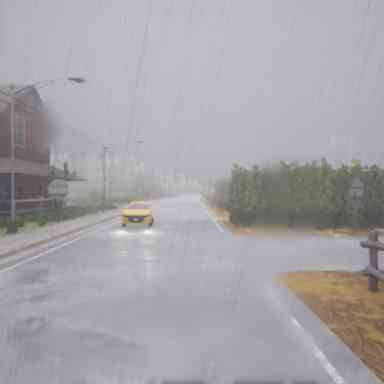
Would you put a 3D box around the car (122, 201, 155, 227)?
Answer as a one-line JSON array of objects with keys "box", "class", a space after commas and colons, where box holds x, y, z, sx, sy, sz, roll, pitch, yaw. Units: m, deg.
[{"box": [-3.552, 1.387, 22.490, 1.882, 1.535, 5.008, 0, 0, -4], "class": "car"}]
